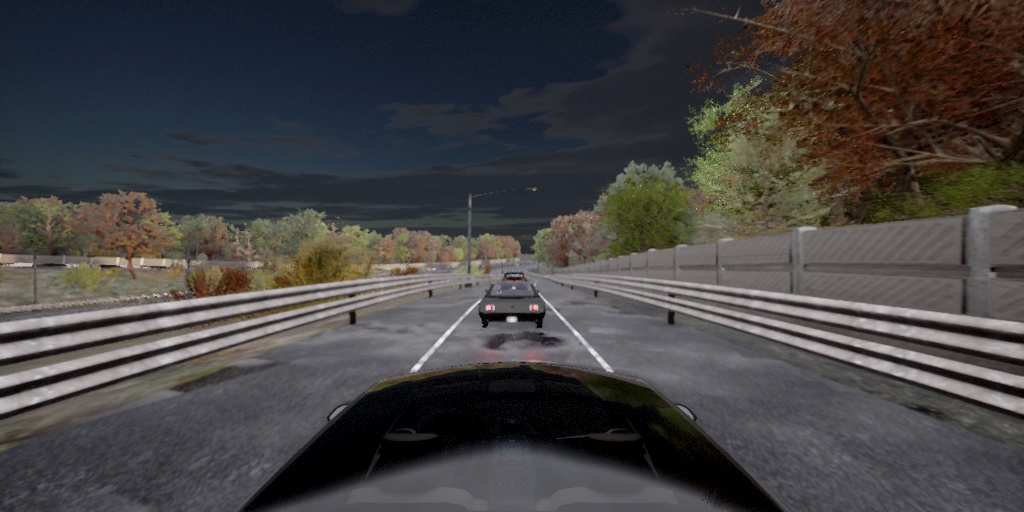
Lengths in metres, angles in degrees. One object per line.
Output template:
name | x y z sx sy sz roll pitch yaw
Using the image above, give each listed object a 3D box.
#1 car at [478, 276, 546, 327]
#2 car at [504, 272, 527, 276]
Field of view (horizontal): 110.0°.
car | 0.009 1.513 12.076 1.895 1.301 4.718 0 -1 0
car | 0.199 1.901 25.160 1.837 1.490 4.892 0 -4 1
